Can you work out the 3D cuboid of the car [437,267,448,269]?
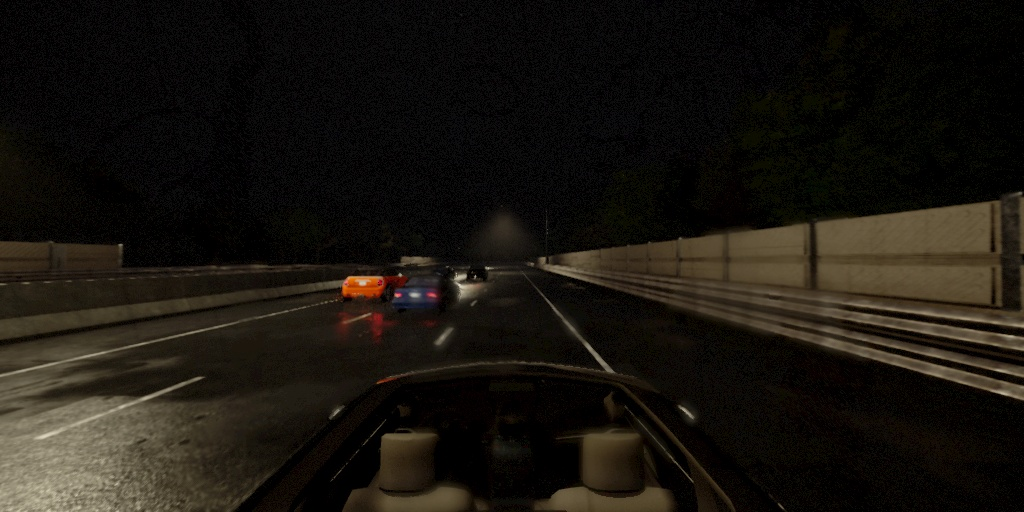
[{"bbox_3d":[-6.910,1.745,36.037,1.994,1.385,4.181,0,-1,0],"label":"car"}]

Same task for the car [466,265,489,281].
[{"bbox_3d":[-3.410,1.683,35.768,1.837,1.490,4.892,0,-1,0],"label":"car"}]

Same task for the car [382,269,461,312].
[{"bbox_3d":[-3.402,1.465,15.069,2.033,1.411,5.357,0,-1,0],"label":"car"}]

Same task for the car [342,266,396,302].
[{"bbox_3d":[-6.906,1.315,18.713,2.097,1.767,4.553,0,-1,0],"label":"car"}]
